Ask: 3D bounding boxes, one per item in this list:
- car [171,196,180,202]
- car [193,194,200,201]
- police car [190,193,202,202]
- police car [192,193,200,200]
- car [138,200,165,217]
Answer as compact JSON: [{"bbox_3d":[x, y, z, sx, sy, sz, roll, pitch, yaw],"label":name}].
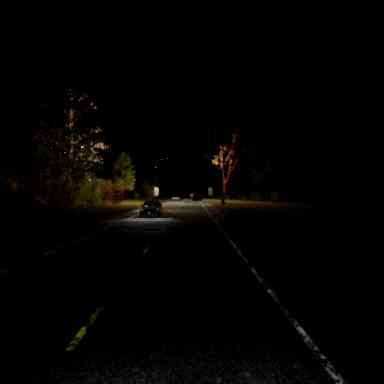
[{"bbox_3d":[-3.507,1.423,72.506,1.895,1.301,4.718,0,0,0],"label":"car"},{"bbox_3d":[1.051,1.314,81.469,1.837,1.490,4.892,0,0,0],"label":"car"},{"bbox_3d":[1.043,1.261,71.584,1.930,1.638,5.238,0,0,0],"label":"police car"},{"bbox_3d":[1.065,1.217,87.578,1.930,1.638,5.238,0,0,0],"label":"police car"},{"bbox_3d":[-3.599,1.463,30.212,1.812,1.442,4.674,0,0,0],"label":"car"}]
